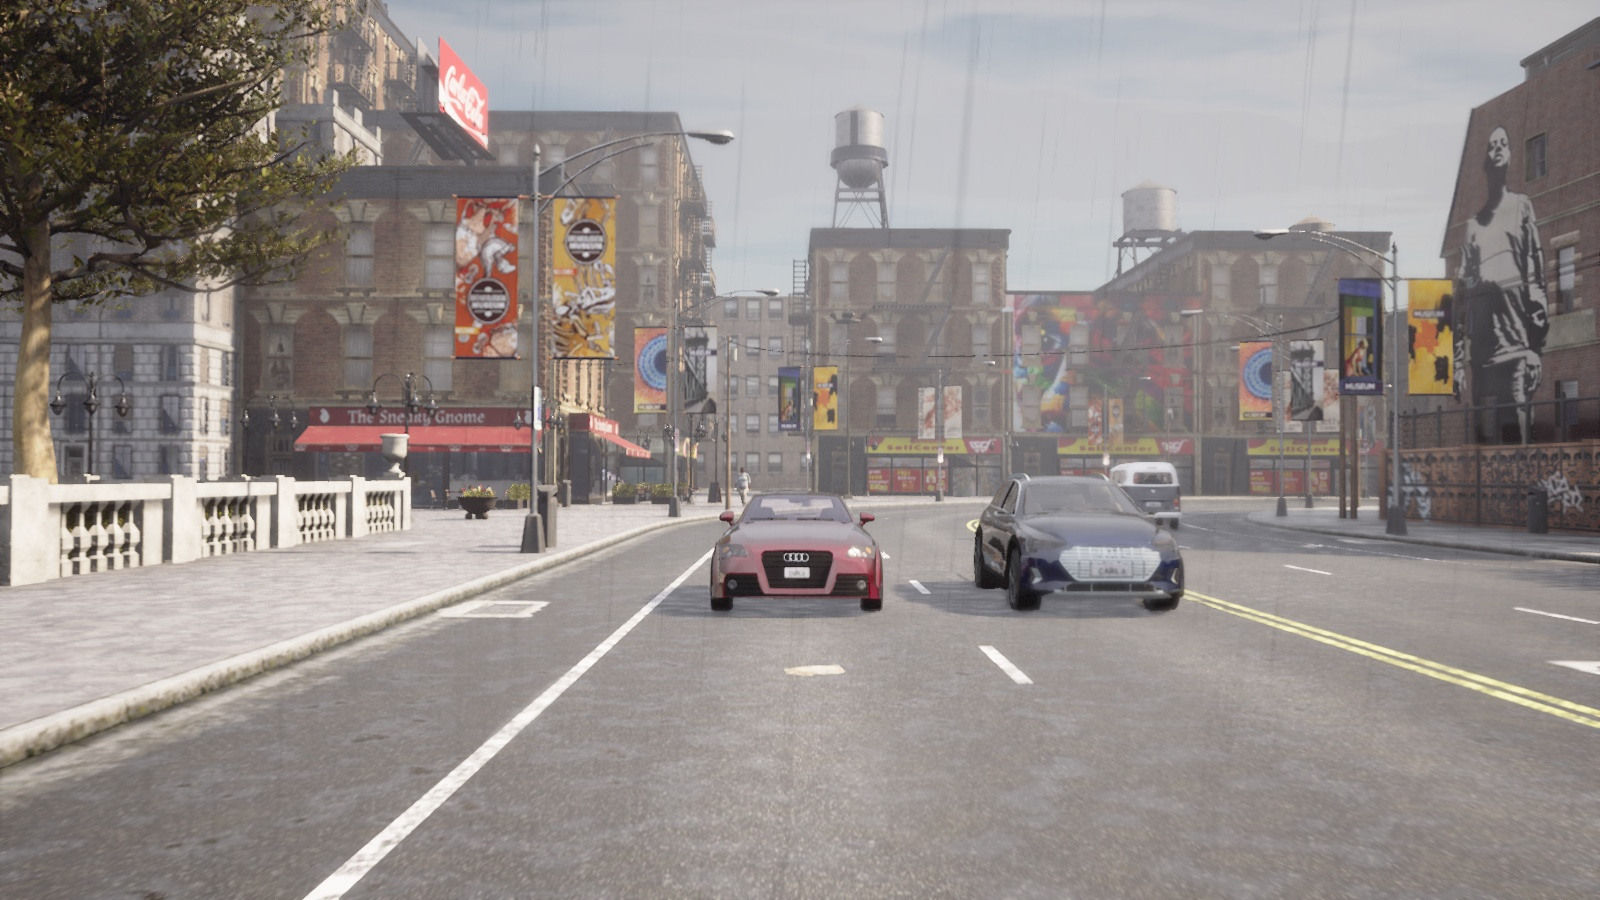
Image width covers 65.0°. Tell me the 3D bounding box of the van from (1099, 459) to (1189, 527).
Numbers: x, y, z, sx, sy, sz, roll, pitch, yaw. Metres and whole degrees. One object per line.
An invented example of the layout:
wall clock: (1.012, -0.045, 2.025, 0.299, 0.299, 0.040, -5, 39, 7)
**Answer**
van: (10.861, 1.340, 39.944, 2.069, 2.038, 4.480, -1, -1, 6)

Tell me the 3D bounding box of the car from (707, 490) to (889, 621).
car: (-0.032, 1.219, 15.879, 1.994, 1.385, 4.181, 0, -1, 0)

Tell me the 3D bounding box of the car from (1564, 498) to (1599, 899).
car: (3.491, 0.840, 1.533, 2.163, 1.488, 4.792, 0, -1, 0)

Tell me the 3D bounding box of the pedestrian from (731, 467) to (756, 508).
pedestrian: (-2.586, 1.693, 57.409, 0.874, 1.855, 0.900, -1, -1, 17)

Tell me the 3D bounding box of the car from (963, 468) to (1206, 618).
car: (3.465, 1.080, 16.321, 2.033, 1.649, 4.856, 0, -1, 0)
